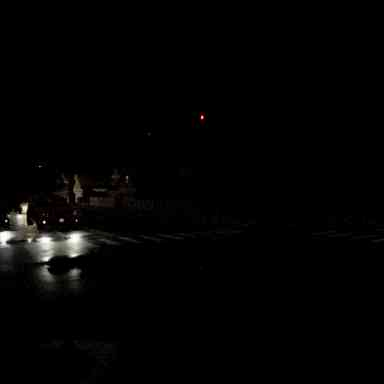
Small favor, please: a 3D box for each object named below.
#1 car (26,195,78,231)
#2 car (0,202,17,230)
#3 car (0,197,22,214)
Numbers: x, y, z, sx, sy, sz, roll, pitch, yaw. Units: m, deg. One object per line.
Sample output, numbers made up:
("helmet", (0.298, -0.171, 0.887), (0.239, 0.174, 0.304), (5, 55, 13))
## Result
("car", (-9.194, 1.263, 21.575), (2.150, 2.045, 5.566), (0, 1, -36))
("car", (-12.749, 1.587, 20.927), (2.033, 1.411, 5.357), (0, 0, -36))
("car", (-19.940, 1.615, 36.448), (1.812, 1.442, 4.674), (0, 0, -36))
